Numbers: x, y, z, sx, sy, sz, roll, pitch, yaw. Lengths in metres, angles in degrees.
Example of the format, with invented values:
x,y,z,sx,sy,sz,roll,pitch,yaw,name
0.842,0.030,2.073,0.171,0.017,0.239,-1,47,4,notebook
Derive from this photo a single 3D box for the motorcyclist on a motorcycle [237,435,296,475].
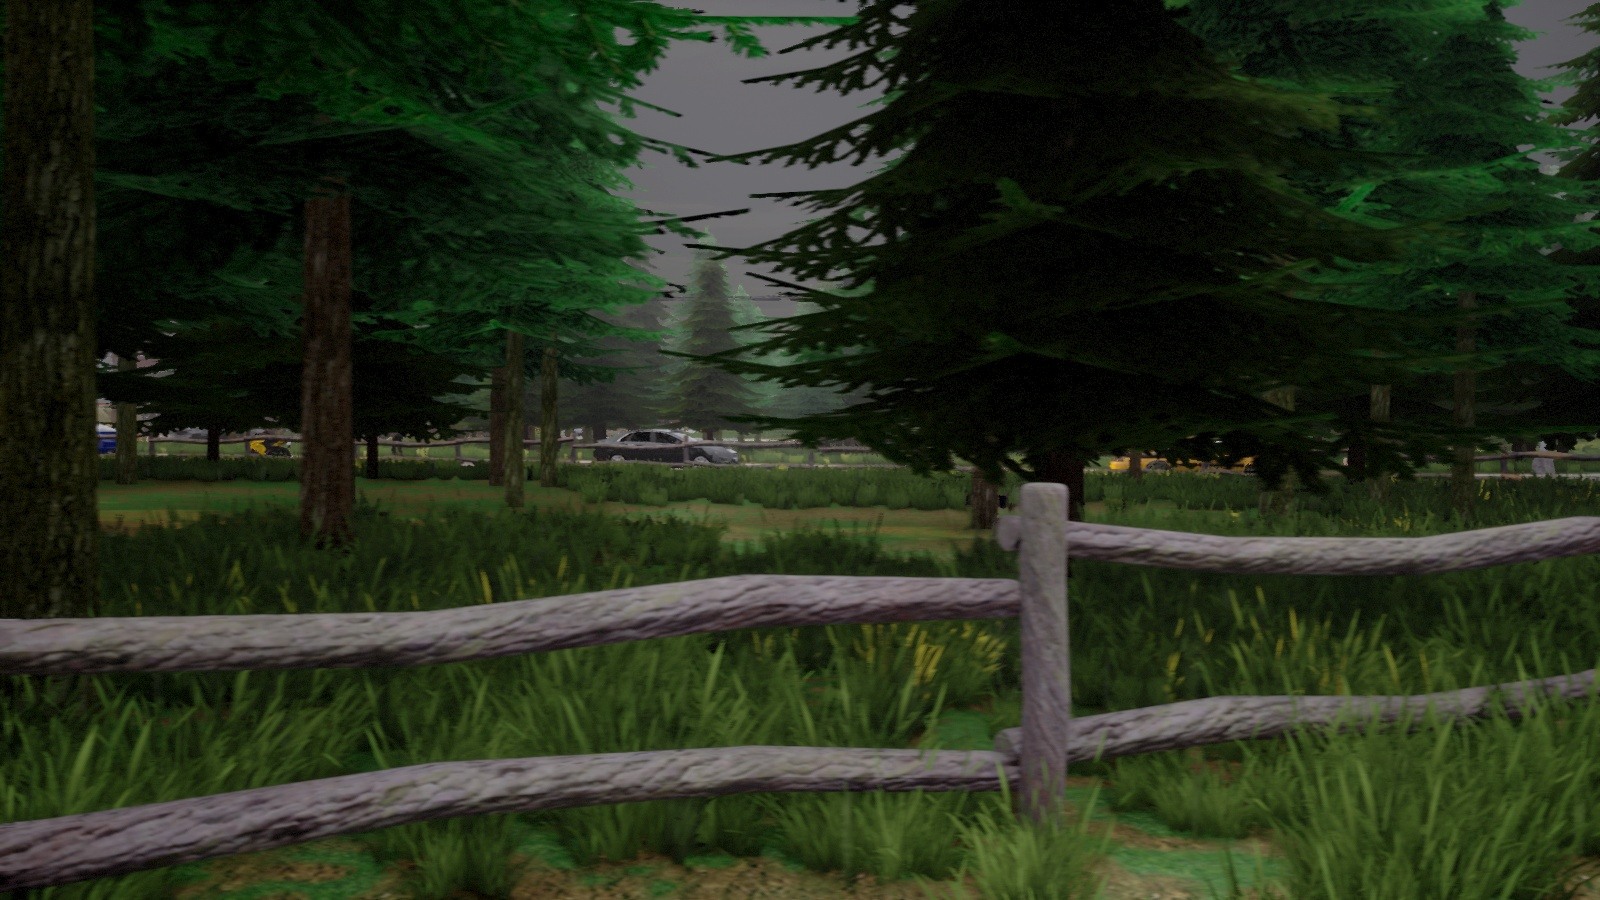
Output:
x,y,z,sx,sy,sz,roll,pitch,yaw,name
-20.846,0.191,49.072,2.044,1.523,0.797,0,1,12,motorcyclist on a motorcycle

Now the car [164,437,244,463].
x,y,z,sx,sy,sz,roll,pitch,yaw,name
-36.237,-0.020,76.477,1.837,1.490,4.892,0,1,11,car

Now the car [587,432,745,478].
x,y,z,sx,sy,sz,roll,pitch,yaw,name
-4.467,0.154,42.094,4.892,1.490,1.837,0,1,12,car

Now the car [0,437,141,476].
x,y,z,sx,sy,sz,roll,pitch,yaw,name
-29.677,0.250,51.136,5.008,1.535,1.882,0,1,13,car

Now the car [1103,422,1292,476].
x,y,z,sx,sy,sz,roll,pitch,yaw,name
12.131,-0.039,38.646,5.366,1.575,1.801,0,1,12,car
